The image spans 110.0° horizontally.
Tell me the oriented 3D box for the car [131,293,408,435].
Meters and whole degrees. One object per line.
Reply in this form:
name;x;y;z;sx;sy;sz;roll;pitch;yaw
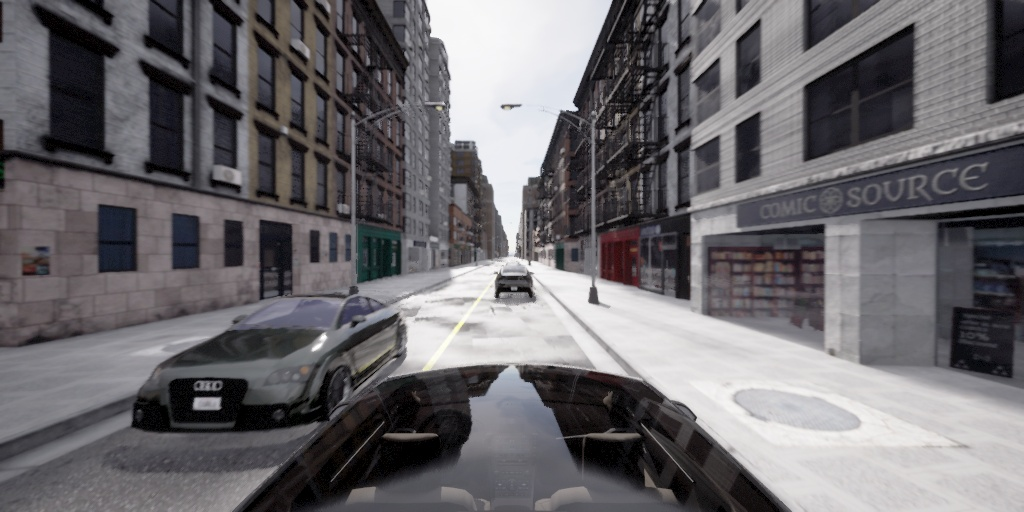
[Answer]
car;-3.101;1.309;5.638;1.994;1.385;4.181;0;0;0

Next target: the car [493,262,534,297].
car;0.097;1.235;18.810;1.837;1.490;4.892;0;0;0

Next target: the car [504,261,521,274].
car;0.091;1.298;41.637;1.895;1.301;4.718;0;0;0
